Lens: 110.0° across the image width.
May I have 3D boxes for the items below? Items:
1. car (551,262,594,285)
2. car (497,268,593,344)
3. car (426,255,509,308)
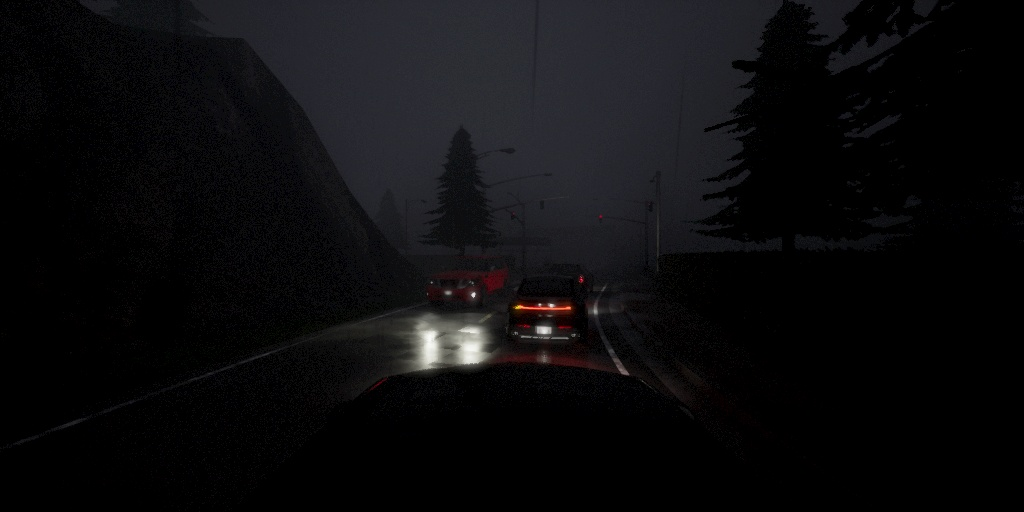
[{"bbox_3d":[3.024,1.102,18.569,2.097,1.767,4.553,0,0,17],"label":"car"},{"bbox_3d":[1.021,1.255,9.648,1.837,1.490,4.892,0,0,9],"label":"car"},{"bbox_3d":[-1.654,0.971,15.608,2.150,2.045,5.566,0,0,14],"label":"car"}]
